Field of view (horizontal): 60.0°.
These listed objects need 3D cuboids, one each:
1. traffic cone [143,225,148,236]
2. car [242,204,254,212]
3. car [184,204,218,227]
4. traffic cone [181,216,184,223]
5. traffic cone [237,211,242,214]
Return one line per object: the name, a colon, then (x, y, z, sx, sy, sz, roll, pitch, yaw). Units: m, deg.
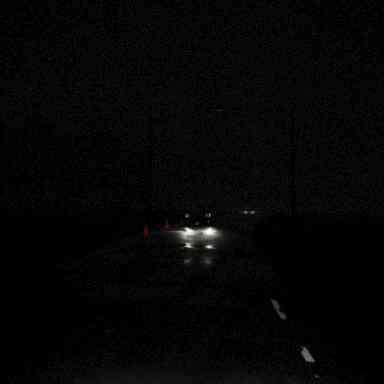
traffic cone: (-2.702, 2.219, 19.325, 0.340, 0.580, 0.340, 0, -1, 8)
car: (12.673, 3.565, 75.951, 2.097, 1.767, 4.553, 0, -2, -1)
car: (0.819, 1.772, 26.431, 2.097, 1.767, 4.553, 0, -1, 12)
traffic cone: (-0.836, 2.455, 29.349, 0.340, 0.580, 0.340, 0, -2, 13)
traffic cone: (8.067, 3.463, 58.092, 0.340, 0.580, 0.340, -1, -2, 15)
